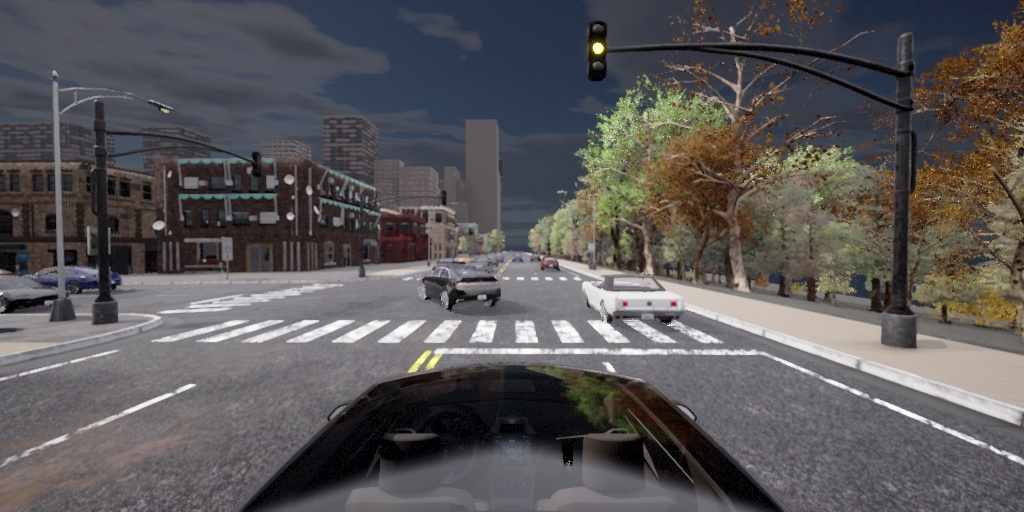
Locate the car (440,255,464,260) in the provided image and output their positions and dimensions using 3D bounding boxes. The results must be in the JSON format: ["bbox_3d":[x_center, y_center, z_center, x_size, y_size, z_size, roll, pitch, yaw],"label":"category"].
[{"bbox_3d":[-6.082,0.873,33.757,1.994,1.385,4.181,0,1,1],"label":"car"}]

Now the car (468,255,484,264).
[{"bbox_3d":[-5.688,0.585,56.749,1.895,1.301,4.718,0,1,1],"label":"car"}]

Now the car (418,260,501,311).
[{"bbox_3d":[-2.140,1.078,13.712,2.128,1.511,4.902,0,1,-29],"label":"car"}]

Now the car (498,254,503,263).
[{"bbox_3d":[-2.637,0.633,45.437,2.128,1.511,4.902,0,1,1],"label":"car"}]

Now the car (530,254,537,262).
[{"bbox_3d":[4.274,0.384,64.834,1.812,1.442,4.674,0,1,1],"label":"car"}]

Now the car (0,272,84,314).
[{"bbox_3d":[-19.766,1.423,13.720,4.313,1.339,1.948,0,0,1],"label":"car"}]

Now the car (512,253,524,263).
[{"bbox_3d":[0.998,0.403,63.790,1.812,1.442,4.674,0,1,1],"label":"car"}]

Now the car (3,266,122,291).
[{"bbox_3d":[-24.267,1.299,19.704,4.674,1.442,1.812,-1,1,1],"label":"car"}]

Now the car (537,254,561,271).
[{"bbox_3d":[3.945,0.762,38.114,1.812,1.442,4.674,0,1,1],"label":"car"}]

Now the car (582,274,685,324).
[{"bbox_3d":[3.494,1.213,11.329,1.895,1.301,4.718,0,1,1],"label":"car"}]

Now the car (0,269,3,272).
[{"bbox_3d":[-33.494,1.408,22.466,4.207,1.307,1.802,0,0,1],"label":"car"}]

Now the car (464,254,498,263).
[{"bbox_3d":[-2.822,0.797,33.770,2.128,1.511,4.902,0,1,3],"label":"car"}]
